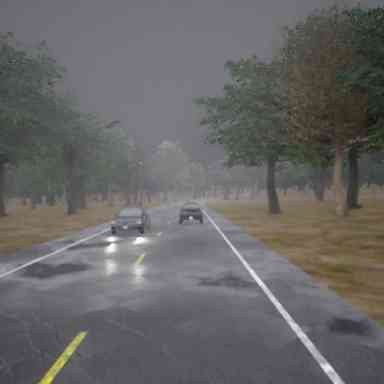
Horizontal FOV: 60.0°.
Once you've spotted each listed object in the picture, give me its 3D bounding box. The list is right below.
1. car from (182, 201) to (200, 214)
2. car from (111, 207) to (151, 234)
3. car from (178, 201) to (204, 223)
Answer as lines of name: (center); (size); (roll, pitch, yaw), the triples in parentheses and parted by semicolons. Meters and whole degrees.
car: (-0.114, 1.850, 40.848); (2.033, 1.411, 5.357); (0, -1, 0)
car: (-3.580, 1.663, 20.176); (1.812, 1.442, 4.674); (0, -1, 0)
car: (-0.065, 1.679, 26.984); (1.837, 1.490, 4.892); (0, 0, 0)
